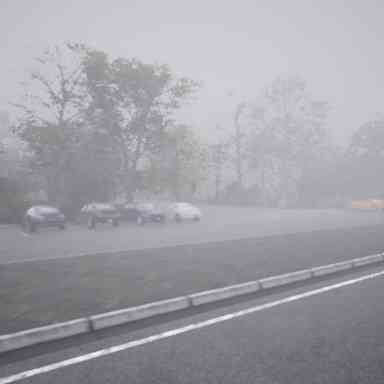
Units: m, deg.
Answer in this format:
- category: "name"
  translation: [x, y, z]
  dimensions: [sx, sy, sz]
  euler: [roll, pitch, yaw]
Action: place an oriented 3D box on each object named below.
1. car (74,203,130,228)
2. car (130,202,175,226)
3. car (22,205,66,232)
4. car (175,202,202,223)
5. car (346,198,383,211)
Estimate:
- category: "car"
  translation: [-6.312, 1.474, 22.018]
  dimensions: [2.231, 1.521, 4.892]
  euler: [0, 0, -35]
- category: "car"
  translation: [-3.650, 1.483, 23.922]
  dimensions: [2.097, 1.535, 5.008]
  euler: [0, 0, -35]
- category: "car"
  translation: [-8.984, 1.503, 20.122]
  dimensions: [2.002, 1.452, 4.674]
  euler: [0, 0, -35]
- category: "car"
  translation: [-1.079, 1.533, 25.739]
  dimensions: [2.002, 1.452, 4.674]
  euler: [0, 0, -35]
- category: "car"
  translation: [22.145, 1.584, 42.234]
  dimensions: [2.097, 1.535, 5.008]
  euler: [0, 0, -35]
